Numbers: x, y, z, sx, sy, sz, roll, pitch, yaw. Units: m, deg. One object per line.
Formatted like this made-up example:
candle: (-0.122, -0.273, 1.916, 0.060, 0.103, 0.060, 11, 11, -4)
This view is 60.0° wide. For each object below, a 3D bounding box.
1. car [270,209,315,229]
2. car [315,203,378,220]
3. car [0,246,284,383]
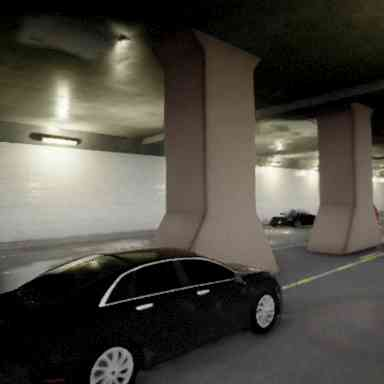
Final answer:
car: (7.814, 2.011, 25.421, 4.181, 1.385, 1.994, 0, -2, -42)
car: (11.456, 1.586, 24.013, 5.566, 2.045, 2.150, 0, -2, -42)
car: (-0.449, 1.634, 5.277, 4.892, 1.490, 1.837, 0, -2, -42)
